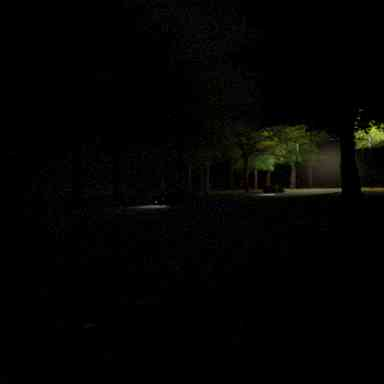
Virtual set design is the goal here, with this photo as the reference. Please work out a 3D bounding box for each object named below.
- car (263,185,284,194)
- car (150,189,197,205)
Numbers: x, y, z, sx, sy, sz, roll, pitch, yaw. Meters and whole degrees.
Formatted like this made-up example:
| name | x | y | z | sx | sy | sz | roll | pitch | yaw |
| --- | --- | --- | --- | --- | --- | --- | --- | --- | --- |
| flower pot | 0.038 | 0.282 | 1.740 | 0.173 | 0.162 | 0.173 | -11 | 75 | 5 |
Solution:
| name | x | y | z | sx | sy | sz | roll | pitch | yaw |
| --- | --- | --- | --- | --- | --- | --- | --- | --- | --- |
| car | 12.640 | -0.402 | 51.690 | 1.994 | 1.385 | 4.181 | -1 | 2 | 38 |
| car | -1.724 | 0.462 | 33.163 | 2.033 | 1.411 | 5.357 | -1 | 2 | 38 |
